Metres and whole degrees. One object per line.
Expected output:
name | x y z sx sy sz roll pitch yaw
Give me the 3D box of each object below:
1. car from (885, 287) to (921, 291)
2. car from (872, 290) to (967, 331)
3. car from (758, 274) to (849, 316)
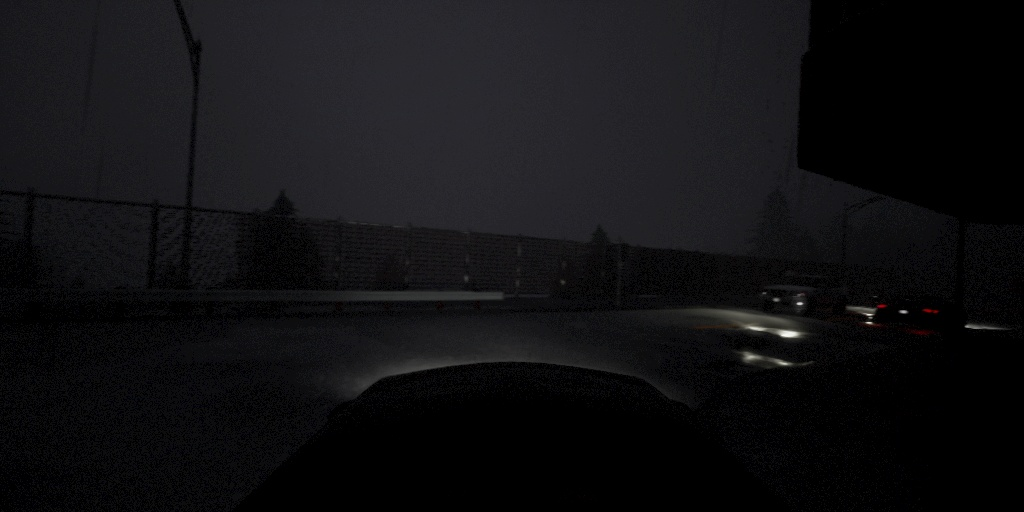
car | 27.703 2.966 25.503 5.008 1.535 1.882 3 -1 -27
car | 18.472 2.469 16.189 4.181 1.385 1.994 3 -1 -27
car | 15.922 2.018 19.485 5.566 2.045 2.150 3 -1 -27
